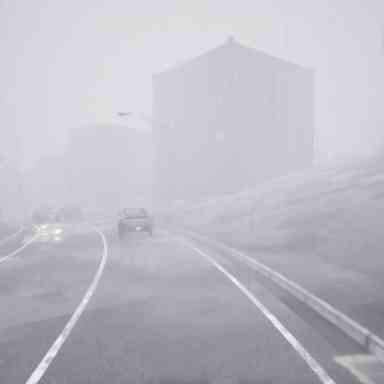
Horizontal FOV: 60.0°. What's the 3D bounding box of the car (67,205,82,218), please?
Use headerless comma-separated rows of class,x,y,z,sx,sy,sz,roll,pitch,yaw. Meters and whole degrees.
car,-14.174,2.262,38.026,2.128,1.511,4.902,-2,-1,-39

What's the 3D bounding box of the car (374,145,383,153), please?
car,25.790,-5.422,43.484,2.185,1.767,4.553,0,2,4

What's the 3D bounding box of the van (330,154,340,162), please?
van,26.990,-5.936,59.847,1.878,1.987,4.442,0,1,4

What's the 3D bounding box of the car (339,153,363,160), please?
car,26.596,-5.578,54.471,2.231,1.521,4.892,0,1,4

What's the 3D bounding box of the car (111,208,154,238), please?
car,-3.443,1.645,18.861,2.128,1.511,4.902,-1,-1,-19

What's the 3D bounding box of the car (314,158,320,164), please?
car,27.805,-6.215,70.944,2.435,2.045,5.566,0,1,4

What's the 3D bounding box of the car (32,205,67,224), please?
car,-13.779,2.144,31.416,2.128,1.511,4.902,-1,-1,-35

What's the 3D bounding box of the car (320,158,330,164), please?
car,27.405,-5.802,65.479,2.002,1.452,4.674,0,1,4
